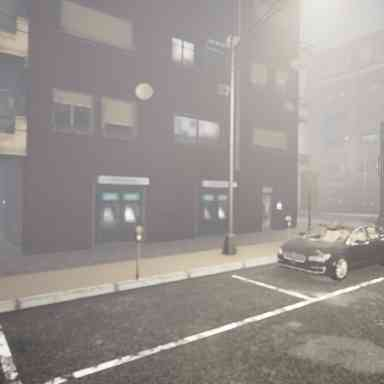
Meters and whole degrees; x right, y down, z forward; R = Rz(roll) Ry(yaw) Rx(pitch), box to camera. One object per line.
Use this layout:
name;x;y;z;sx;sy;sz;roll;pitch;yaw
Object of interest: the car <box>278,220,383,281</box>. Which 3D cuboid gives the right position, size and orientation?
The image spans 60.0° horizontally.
car;4.377;1.552;9.777;4.403;1.369;2.008;0;1;-35
